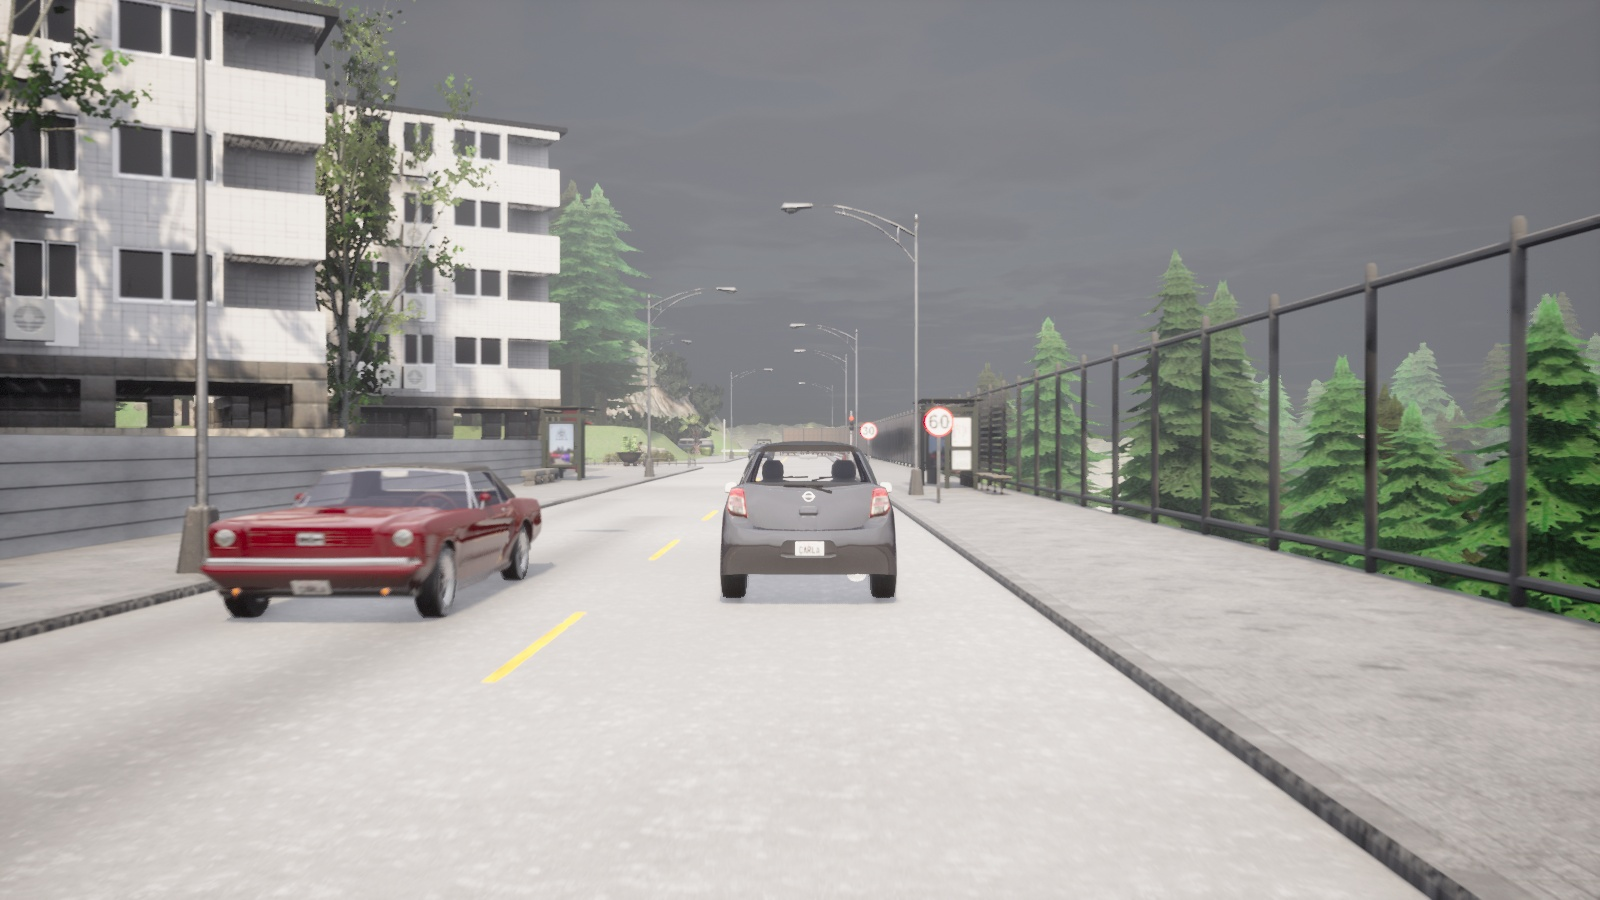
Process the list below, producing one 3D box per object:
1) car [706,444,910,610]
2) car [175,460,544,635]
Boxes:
[{"bbox_3d":[0.086,0.686,13.191,1.845,1.501,3.633,0,0,0],"label":"car"},{"bbox_3d":[-3.918,0.775,12.154,1.895,1.301,4.718,0,0,0],"label":"car"}]
